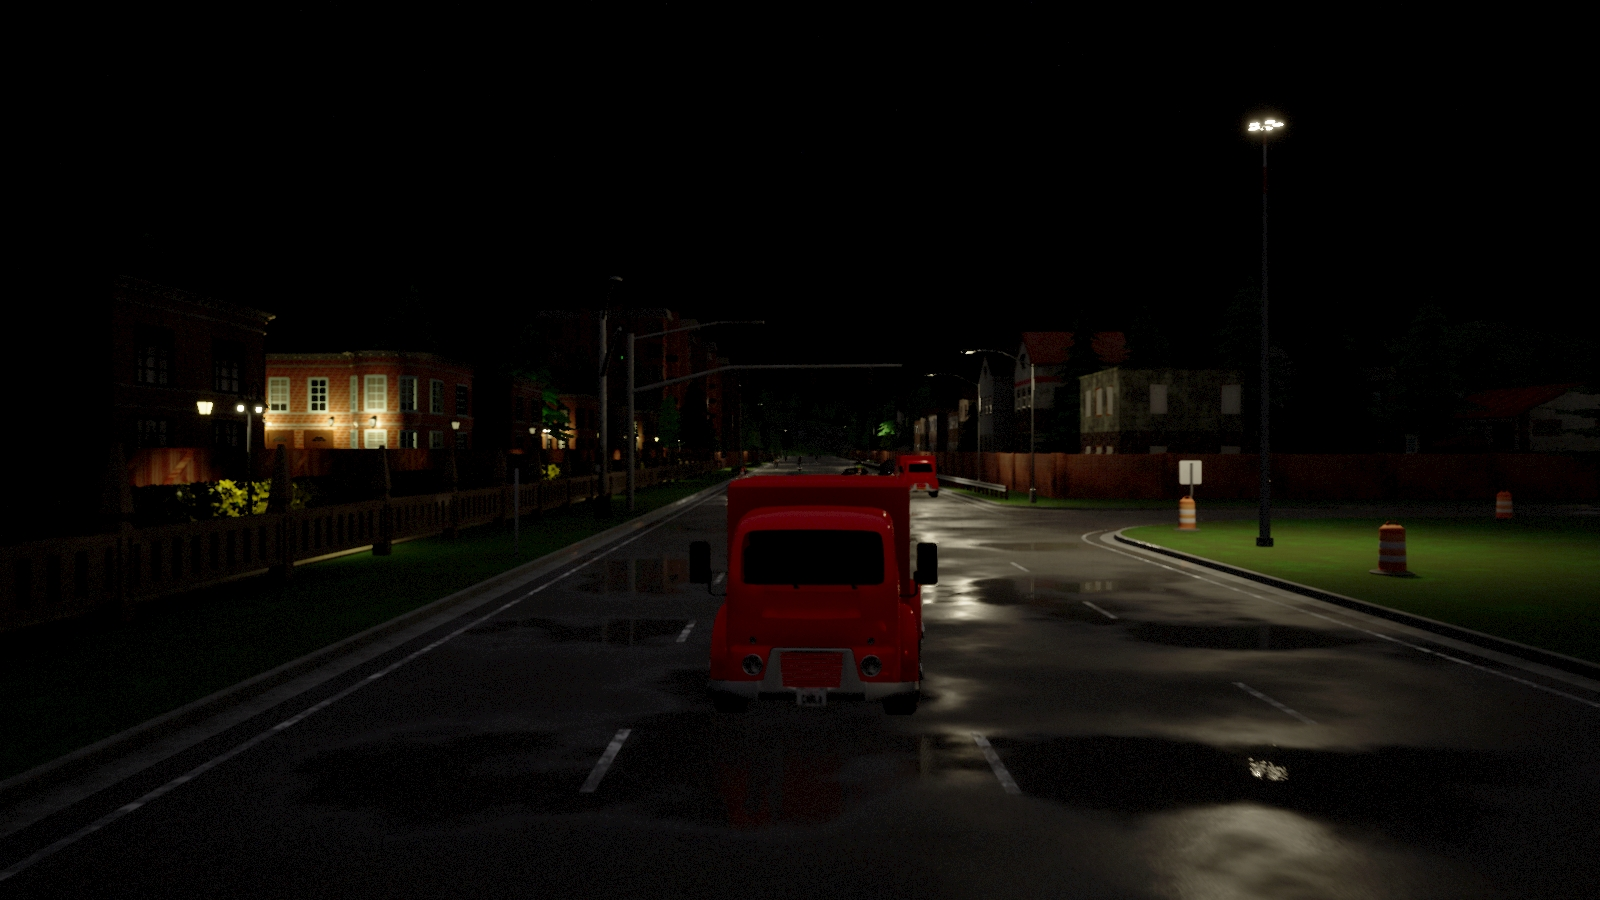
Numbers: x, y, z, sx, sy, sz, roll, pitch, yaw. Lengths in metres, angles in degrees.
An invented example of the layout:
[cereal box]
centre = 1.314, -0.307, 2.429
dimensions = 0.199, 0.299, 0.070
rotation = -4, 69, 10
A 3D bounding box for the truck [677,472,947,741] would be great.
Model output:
[truck]
centre = 0.239, 1.561, 13.689
dimensions = 2.627, 2.467, 5.204
rotation = 0, 0, 3
